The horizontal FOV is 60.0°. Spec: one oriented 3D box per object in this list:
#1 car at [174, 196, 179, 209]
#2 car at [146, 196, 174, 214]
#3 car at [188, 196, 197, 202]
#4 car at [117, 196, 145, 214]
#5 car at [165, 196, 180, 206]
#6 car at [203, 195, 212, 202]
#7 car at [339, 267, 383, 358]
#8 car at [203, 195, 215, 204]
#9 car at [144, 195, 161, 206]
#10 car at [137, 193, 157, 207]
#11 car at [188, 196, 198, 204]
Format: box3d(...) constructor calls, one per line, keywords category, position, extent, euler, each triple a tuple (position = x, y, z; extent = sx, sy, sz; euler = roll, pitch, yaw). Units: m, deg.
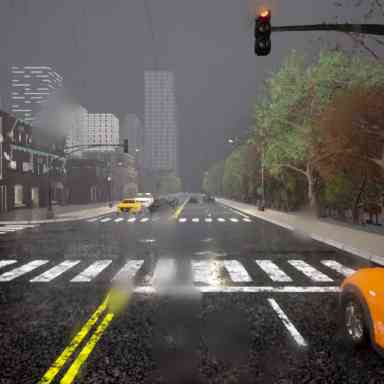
box3d(category="car", position=(-3.243, 1.549, 44.923), extent=(1.994, 1.385, 4.181), euler=(0, 0, 0))
box3d(category="car", position=(-3.270, 1.467, 34.913), extent=(1.882, 1.535, 5.008), euler=(0, 0, 0))
box3d(category="car", position=(0.165, 1.565, 74.941), extent=(1.895, 1.301, 4.718), euler=(0, 0, 0))
box3d(category="car", position=(-6.517, 1.467, 34.900), extent=(1.882, 1.535, 5.008), euler=(0, 0, 0))
box3d(category="car", position=(-3.215, 1.472, 54.951), extent=(2.128, 1.511, 4.902), euler=(0, 0, 0))
box3d(category="car", position=(3.415, 1.448, 74.889), extent=(1.882, 1.535, 5.008), euler=(0, 0, 0))
box3d(category="car", position=(3.359, 1.351, 3.408), extent=(2.097, 1.767, 4.553), euler=(0, 0, 0))
box3d(category="car", position=(3.488, 1.467, 64.724), extent=(2.128, 1.511, 4.902), euler=(0, 0, 0))
box3d(category="car", position=(-6.465, 1.332, 54.799), extent=(2.097, 1.767, 4.553), euler=(0, 0, 0))
box3d(category="car", position=(-6.492, 1.206, 44.838), extent=(2.150, 2.045, 5.566), euler=(0, 0, 0))
box3d(category="car", position=(0.238, 1.523, 64.448), extent=(2.033, 1.411, 5.357), euler=(0, 0, 1))
